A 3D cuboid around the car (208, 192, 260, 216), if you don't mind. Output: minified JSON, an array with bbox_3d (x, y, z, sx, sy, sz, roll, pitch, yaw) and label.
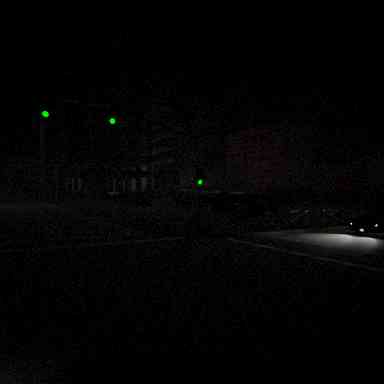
[{"bbox_3d":[3.709,1.153,30.412,1.932,1.855,4.605,0,0,-29],"label":"car"}]

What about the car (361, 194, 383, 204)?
[{"bbox_3d":[23.356,1.156,41.415,1.905,1.878,3.866,0,0,-29],"label":"car"}]

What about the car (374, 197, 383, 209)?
[{"bbox_3d":[25.887,1.395,42.822,1.970,1.475,3.806,0,0,-29],"label":"car"}]

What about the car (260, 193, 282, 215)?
[{"bbox_3d":[6.260,1.156,31.781,1.905,1.878,3.866,0,0,-29],"label":"car"}]

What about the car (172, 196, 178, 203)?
[{"bbox_3d":[-2.285,1.395,64.331,1.970,1.475,3.806,0,0,-29],"label":"car"}]

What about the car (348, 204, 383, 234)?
[{"bbox_3d":[10.959,1.547,18.159,5.357,1.411,2.033,0,0,-28],"label":"car"}]

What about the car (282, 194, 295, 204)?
[{"bbox_3d":[14.766,1.153,56.685,1.932,1.855,4.605,0,0,-29],"label":"car"}]

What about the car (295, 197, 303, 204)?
[{"bbox_3d":[17.323,1.364,58.046,1.784,1.438,3.905,0,0,-29],"label":"car"}]

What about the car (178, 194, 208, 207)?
[{"bbox_3d":[0.073,1.395,48.338,1.970,1.475,3.806,0,0,-29],"label":"car"}]

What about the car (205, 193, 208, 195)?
[{"bbox_3d":[2.555,1.153,67.104,1.932,1.855,4.605,0,0,-29],"label":"car"}]
